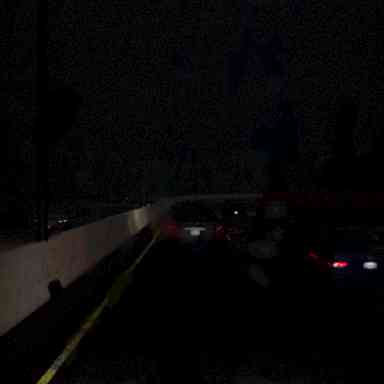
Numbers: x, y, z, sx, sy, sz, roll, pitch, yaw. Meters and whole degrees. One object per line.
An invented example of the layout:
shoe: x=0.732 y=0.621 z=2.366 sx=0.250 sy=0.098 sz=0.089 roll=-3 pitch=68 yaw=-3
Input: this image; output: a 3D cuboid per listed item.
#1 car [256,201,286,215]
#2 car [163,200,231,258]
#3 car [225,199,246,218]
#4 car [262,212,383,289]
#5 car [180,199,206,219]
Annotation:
car: x=7.107 y=1.487 z=30.179 sx=1.994 sy=1.385 sz=4.181 roll=0 pitch=0 yaw=0
car: x=0.101 y=1.319 z=12.794 sx=2.097 sy=1.767 sz=4.553 roll=0 pitch=0 yaw=0
car: x=3.607 y=1.429 z=29.637 sx=1.837 sy=1.490 sz=4.892 roll=0 pitch=0 yaw=0
car: x=3.601 y=1.524 z=9.223 sx=2.033 sy=1.411 sz=5.357 roll=0 pitch=0 yaw=0
car: x=0.106 y=1.416 z=29.562 sx=2.128 sy=1.511 sz=4.902 roll=0 pitch=0 yaw=0
